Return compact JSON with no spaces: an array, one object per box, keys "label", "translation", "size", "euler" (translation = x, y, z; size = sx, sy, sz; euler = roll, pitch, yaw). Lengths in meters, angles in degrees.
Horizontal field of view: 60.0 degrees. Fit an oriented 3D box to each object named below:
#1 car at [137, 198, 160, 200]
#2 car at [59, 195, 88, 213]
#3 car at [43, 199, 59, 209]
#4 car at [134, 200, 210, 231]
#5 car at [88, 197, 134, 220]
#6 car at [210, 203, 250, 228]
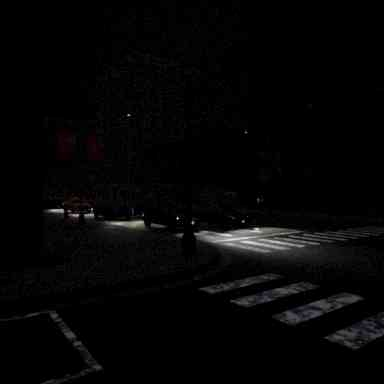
[{"label":"car","translation":[-3.543,1.313,29.262],"size":[2.097,1.767,4.553],"euler":[0,0,-36]},{"label":"car","translation":[-12.585,1.426,36.272],"size":[1.882,1.535,5.008],"euler":[0,0,-35]},{"label":"car","translation":[-18.342,1.534,44.347],"size":[1.895,1.301,4.718],"euler":[0,0,-35]},{"label":"car","translation":[-1.401,1.469,20.723],"size":[2.128,1.511,4.902],"euler":[0,0,-36]},{"label":"car","translation":[-6.816,1.441,28.248],"size":[1.882,1.535,5.008],"euler":[0,0,-36]},{"label":"car","translation":[1.696,1.500,22.013],"size":[1.812,1.442,4.674],"euler":[0,0,-37]}]
